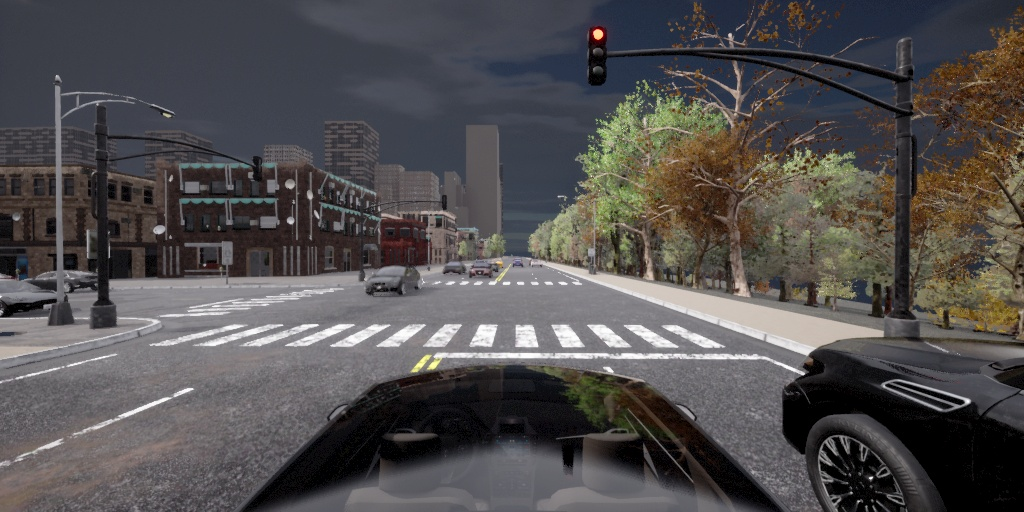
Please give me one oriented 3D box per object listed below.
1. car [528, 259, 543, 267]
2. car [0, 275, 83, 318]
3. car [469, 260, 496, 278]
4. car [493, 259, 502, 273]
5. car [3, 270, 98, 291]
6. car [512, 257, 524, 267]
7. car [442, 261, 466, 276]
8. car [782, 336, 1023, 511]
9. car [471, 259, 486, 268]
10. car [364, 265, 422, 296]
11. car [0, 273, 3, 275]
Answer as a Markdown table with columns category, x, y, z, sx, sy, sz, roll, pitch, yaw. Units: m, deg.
| category | x | y | z | sx | sy | sz | roll | pitch | yaw |
| --- | --- | --- | --- | --- | --- | --- | --- | --- | --- |
| car | 4.386 | 1.327 | 64.080 | 1.895 | 1.301 | 4.718 | 0 | 0 | 1 |
| car | -19.762 | 1.565 | 13.673 | 4.313 | 1.339 | 1.948 | 0 | 0 | 1 |
| car | -2.828 | 1.304 | 33.669 | 1.994 | 1.385 | 4.181 | 0 | 0 | 1 |
| car | -2.645 | 1.299 | 43.751 | 1.994 | 1.385 | 4.181 | 0 | 0 | 2 |
| car | -27.951 | 1.560 | 22.324 | 4.403 | 1.370 | 2.007 | 0 | 0 | 1 |
| car | 1.026 | 1.252 | 63.751 | 1.812 | 1.442 | 4.674 | 0 | 0 | 1 |
| car | -6.006 | 1.286 | 38.014 | 2.033 | 1.411 | 5.357 | 0 | 0 | 1 |
| car | 3.321 | 0.972 | 0.625 | 2.150 | 2.045 | 5.566 | 0 | 0 | 1 |
| car | -5.608 | 1.292 | 59.861 | 1.994 | 1.385 | 4.181 | 0 | 0 | 1 |
| car | -6.315 | 1.251 | 19.561 | 1.837 | 1.490 | 4.892 | 0 | 0 | 1 |
| car | -33.486 | 1.654 | 22.424 | 4.207 | 1.307 | 1.802 | 0 | 0 | 1 |
